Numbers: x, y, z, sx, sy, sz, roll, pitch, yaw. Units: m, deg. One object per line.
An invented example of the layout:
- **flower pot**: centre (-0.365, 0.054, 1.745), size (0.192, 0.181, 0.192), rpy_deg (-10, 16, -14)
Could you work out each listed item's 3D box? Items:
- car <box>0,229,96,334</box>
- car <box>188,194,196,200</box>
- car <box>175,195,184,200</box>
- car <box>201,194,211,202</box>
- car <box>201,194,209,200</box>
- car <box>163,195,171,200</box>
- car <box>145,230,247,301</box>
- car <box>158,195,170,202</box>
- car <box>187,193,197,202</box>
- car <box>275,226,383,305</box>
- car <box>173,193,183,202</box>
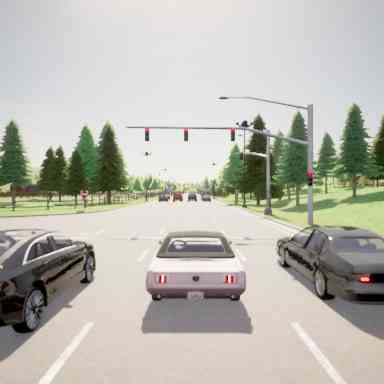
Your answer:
- **car**: centre (-3.424, 1.502, 6.772), size (2.128, 1.511, 4.902), rpy_deg (0, 0, 0)
- **car**: centre (0.078, 1.320, 90.971), size (2.097, 1.767, 4.553), rpy_deg (0, 0, 0)
- **car**: centre (-3.422, 1.490, 91.004), size (2.128, 1.511, 4.902), rpy_deg (0, 0, 0)
- **car**: centre (3.569, 1.634, 80.578), size (2.128, 1.511, 4.902), rpy_deg (0, 0, 0)
- **car**: centre (3.578, 1.320, 90.968), size (2.097, 1.767, 4.553), rpy_deg (0, 0, 0)
- **car**: centre (-6.922, 1.465, 91.007), size (1.837, 1.490, 4.892), rpy_deg (0, 0, 0)
- **car**: centre (0.086, 1.613, 8.310), size (1.895, 1.301, 4.718), rpy_deg (0, 0, 0)
- **car**: centre (-6.931, 1.465, 80.974), size (2.097, 1.767, 4.553), rpy_deg (0, 0, 0)
- **car**: centre (0.069, 1.334, 80.611), size (2.150, 2.045, 5.566), rpy_deg (0, 0, 0)
- **car**: centre (3.587, 1.560, 8.335), size (2.033, 1.411, 5.357), rpy_deg (0, 0, 0)
- **car**: centre (-3.431, 1.334, 80.614), size (2.150, 2.045, 5.566), rpy_deg (0, 0, 0)
